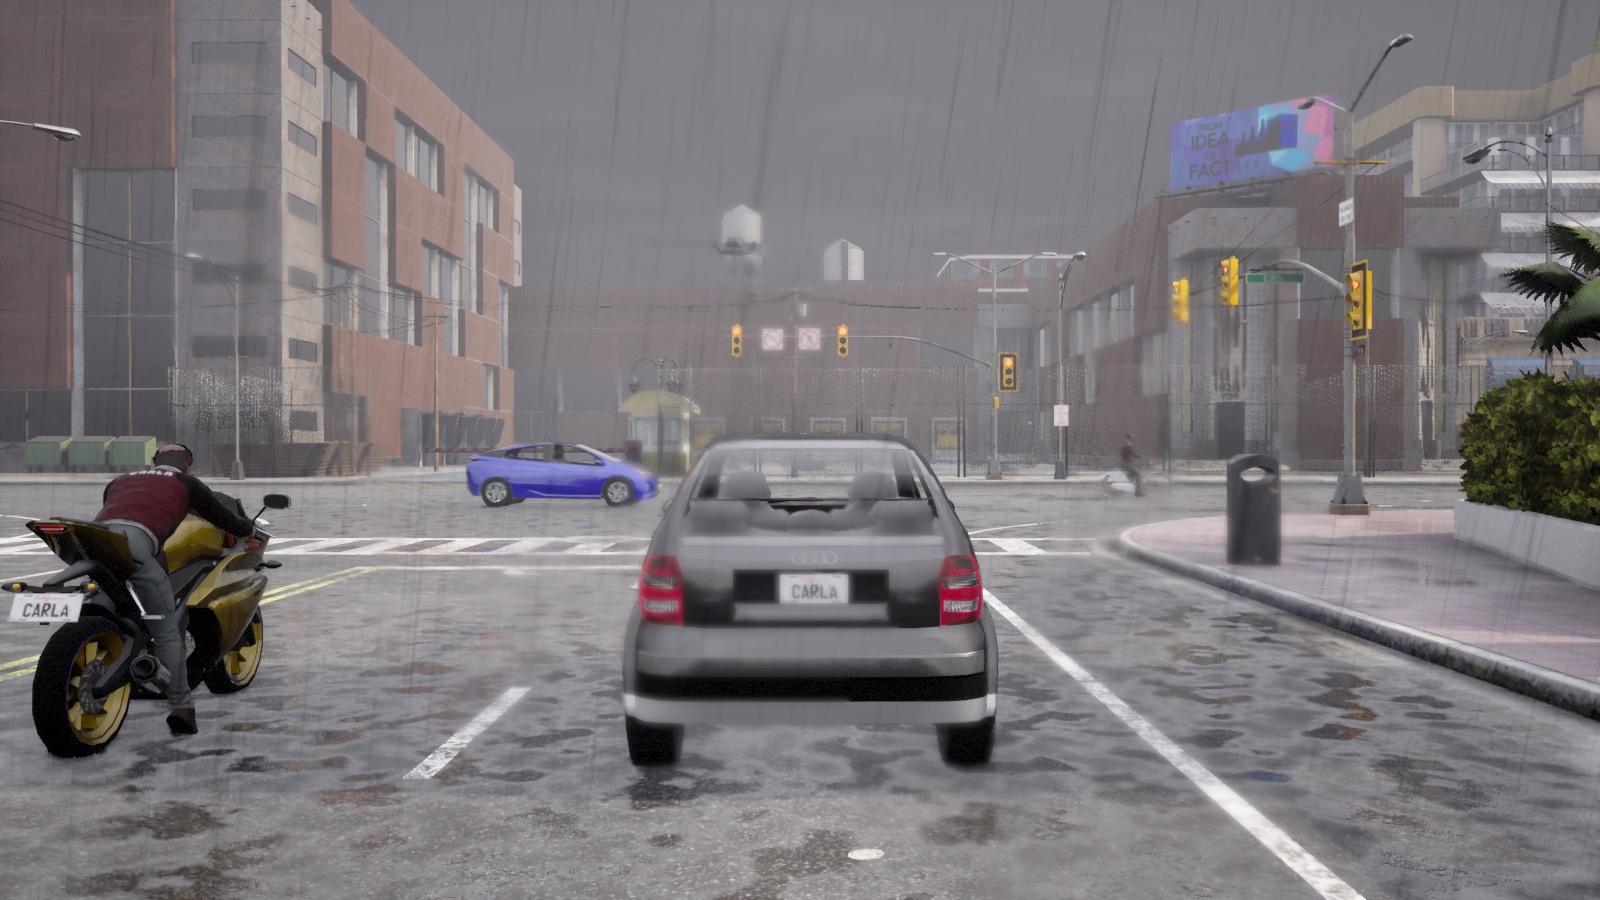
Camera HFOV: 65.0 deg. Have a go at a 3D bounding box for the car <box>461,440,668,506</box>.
[{"bbox_3d":[-5.495,0.521,29.735,4.514,1.525,2.007,0,0,1],"label":"car"}]

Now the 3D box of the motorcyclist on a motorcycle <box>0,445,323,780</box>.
[{"bbox_3d":[-3.454,0.740,6.842,0.866,1.530,2.191,0,0,0],"label":"motorcyclist on a motorcycle"}]

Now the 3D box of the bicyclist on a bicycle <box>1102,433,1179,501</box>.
[{"bbox_3d":[8.953,0.438,33.034,1.843,1.776,0.659,0,0,1],"label":"bicyclist on a bicycle"}]

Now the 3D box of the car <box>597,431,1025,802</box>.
[{"bbox_3d":[0.051,0.685,7.106,1.789,1.549,3.705,0,0,0],"label":"car"}]
